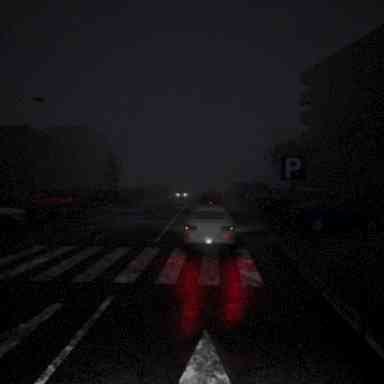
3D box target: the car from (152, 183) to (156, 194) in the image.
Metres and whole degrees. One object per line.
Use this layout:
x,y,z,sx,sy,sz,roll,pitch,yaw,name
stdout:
-8.540,-0.228,50.768,4.892,1.521,2.231,-1,2,-17,car

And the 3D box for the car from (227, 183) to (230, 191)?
9.505,-0.396,58.213,5.366,1.575,1.946,0,2,-17,car

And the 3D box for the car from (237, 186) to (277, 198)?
9.032,0.025,46.302,4.892,1.521,2.231,0,2,-17,car

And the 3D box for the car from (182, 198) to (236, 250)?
0.684,1.206,12.690,1.812,1.442,4.674,0,2,4,car

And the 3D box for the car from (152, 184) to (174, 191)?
-6.913,-1.032,80.056,4.892,1.521,2.231,-1,1,-17,car

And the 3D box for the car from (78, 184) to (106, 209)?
-9.653,0.465,27.304,4.553,1.767,2.185,-1,2,-17,car

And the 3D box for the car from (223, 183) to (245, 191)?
11.777,-1.362,94.090,5.566,2.045,2.435,1,1,-16,car

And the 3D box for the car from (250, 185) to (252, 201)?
7.736,0.532,28.294,4.553,1.767,2.185,0,2,-16,car

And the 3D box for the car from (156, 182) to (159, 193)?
-8.390,-0.331,53.699,5.008,1.535,2.097,-1,2,-17,car

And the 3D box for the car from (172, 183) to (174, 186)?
-7.294,-1.169,74.180,5.566,2.045,2.435,-1,2,-17,car

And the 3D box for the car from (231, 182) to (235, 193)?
9.236,-0.333,49.299,5.566,2.045,2.435,0,2,-17,car

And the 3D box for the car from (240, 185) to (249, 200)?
8.446,0.342,37.287,4.892,1.521,2.231,0,2,-16,car

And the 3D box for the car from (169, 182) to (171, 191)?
-7.605,-0.780,68.341,5.008,1.535,2.097,-1,1,-17,car

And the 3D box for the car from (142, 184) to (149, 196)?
-8.854,-0.024,44.912,5.008,1.535,2.097,-1,2,-17,car

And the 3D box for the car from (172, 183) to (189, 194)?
-1.735,-0.405,58.845,2.033,1.411,5.357,0,2,4,car

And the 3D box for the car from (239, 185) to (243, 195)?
8.672,0.265,40.298,4.792,1.488,2.163,0,2,-16,car

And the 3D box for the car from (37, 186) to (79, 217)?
-9.916,0.671,21.414,4.553,1.767,2.185,-1,2,-17,car

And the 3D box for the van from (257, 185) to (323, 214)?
7.423,0.536,25.270,4.442,1.987,1.878,0,2,-15,van

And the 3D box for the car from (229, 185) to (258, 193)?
10.356,-0.657,67.280,5.366,1.575,1.946,1,1,-17,car

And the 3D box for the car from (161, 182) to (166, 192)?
-7.896,-0.743,62.485,4.553,1.767,2.185,-1,2,-17,car

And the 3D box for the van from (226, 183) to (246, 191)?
10.946,-1.200,82.118,4.442,1.987,1.878,1,1,-16,van

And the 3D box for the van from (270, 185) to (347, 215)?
7.178,0.748,19.363,4.442,1.987,1.878,0,2,-15,van

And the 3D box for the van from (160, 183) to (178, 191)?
-6.314,-1.416,91.732,4.442,1.987,1.878,-1,1,-16,van

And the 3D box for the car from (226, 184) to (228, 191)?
9.876,-0.737,61.257,5.566,2.045,2.435,0,2,-17,car

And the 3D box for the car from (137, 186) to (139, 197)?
-9.142,0.180,39.050,5.008,1.535,2.097,-1,2,-17,car

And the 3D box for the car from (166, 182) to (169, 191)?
-7.756,-0.703,65.415,5.008,1.535,2.097,-1,2,-17,car

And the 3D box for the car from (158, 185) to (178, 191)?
-6.391,-1.162,88.840,5.008,1.535,2.097,-1,1,-16,car

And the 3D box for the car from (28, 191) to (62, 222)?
-10.047,0.928,18.479,4.792,1.488,2.163,-1,2,-17,car

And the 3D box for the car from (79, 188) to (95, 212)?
-9.841,0.724,24.348,4.792,1.488,2.163,-1,2,-17,car

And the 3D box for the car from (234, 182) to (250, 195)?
8.878,-0.121,43.295,5.566,2.045,2.435,0,2,-16,car

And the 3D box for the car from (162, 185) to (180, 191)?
-6.021,-1.177,94.698,4.674,1.452,2.002,-1,0,-16,car

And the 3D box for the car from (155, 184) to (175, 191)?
-6.713,-1.209,82.986,4.553,1.767,2.185,-1,1,-16,car

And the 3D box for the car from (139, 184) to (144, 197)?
-8.963,0.107,41.989,4.792,1.488,2.163,-1,2,-17,car

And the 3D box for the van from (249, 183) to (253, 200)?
8.110,0.327,31.325,4.442,1.987,1.878,0,2,-16,van

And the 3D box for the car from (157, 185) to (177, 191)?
-6.537,-1.095,85.926,4.792,1.488,2.163,-1,1,-16,car

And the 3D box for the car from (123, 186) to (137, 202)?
-9.097,0.276,36.174,5.366,1.575,1.946,-1,2,-17,car

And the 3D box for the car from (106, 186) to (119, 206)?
-9.556,0.488,30.250,5.008,1.535,2.097,-1,2,-17,car

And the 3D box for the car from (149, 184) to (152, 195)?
-8.694,-0.126,47.841,4.892,1.521,2.231,-1,2,-17,car

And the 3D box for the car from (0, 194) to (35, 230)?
-10.203,1.042,15.523,4.674,1.452,2.002,-1,2,-18,car

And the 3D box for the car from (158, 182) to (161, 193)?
-8.212,-0.557,56.630,4.553,1.767,2.185,-1,2,-17,car

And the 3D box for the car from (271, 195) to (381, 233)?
6.823,1.077,16.351,5.008,1.535,2.097,0,2,-15,car

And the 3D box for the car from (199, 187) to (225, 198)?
1.617,0.614,28.160,1.882,1.535,5.008,0,2,4,car

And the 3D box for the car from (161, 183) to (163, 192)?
-8.088,-0.487,59.565,4.674,1.452,2.002,-1,2,-17,car

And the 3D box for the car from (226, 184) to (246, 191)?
11.205,-1.142,85.141,4.553,1.767,2.185,1,1,-16,car

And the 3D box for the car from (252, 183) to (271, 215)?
7.274,0.617,22.304,5.566,2.045,2.435,0,2,-15,car

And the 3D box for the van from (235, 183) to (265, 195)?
9.638,-0.517,55.307,4.442,1.987,1.878,0,2,-17,van

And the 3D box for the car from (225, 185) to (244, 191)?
11.634,-1.056,91.133,4.792,1.488,2.163,1,0,-16,car

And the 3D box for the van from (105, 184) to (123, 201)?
-9.527,0.162,33.143,4.442,1.987,1.878,-1,2,-17,van

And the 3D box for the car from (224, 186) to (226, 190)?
10.696,-0.925,79.115,5.366,1.575,1.946,1,1,-17,car
